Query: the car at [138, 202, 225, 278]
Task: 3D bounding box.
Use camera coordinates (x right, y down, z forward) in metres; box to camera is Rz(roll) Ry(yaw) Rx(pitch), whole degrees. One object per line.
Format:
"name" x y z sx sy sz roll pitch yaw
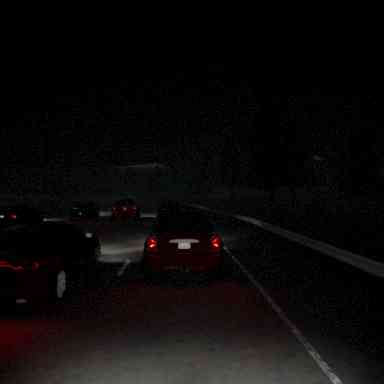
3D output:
"car" -0.298 1.346 10.315 2.097 1.767 4.553 0 0 -3

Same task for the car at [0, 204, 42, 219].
"car" -11.849 1.554 22.800 2.033 1.411 5.357 0 0 -7

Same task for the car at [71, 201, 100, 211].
"car" -9.121 1.490 28.597 2.128 1.511 4.902 0 0 -8

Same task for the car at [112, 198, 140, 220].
"car" -5.512 1.344 28.025 2.097 1.767 4.553 0 0 -8

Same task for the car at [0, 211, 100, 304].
"car" -3.677 1.479 8.205 1.882 1.535 5.008 0 0 -2
